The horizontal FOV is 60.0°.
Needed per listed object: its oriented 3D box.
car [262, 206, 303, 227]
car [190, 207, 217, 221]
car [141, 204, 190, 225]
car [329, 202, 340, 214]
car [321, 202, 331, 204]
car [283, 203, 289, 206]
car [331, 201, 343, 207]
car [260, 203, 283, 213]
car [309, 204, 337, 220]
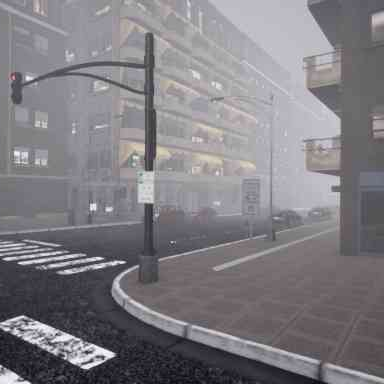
[{"bbox_3d":[7.722,2.095,27.421,1.947,1.339,4.313,-1,-2,35],"label":"car"},{"bbox_3d":[0.892,2.063,32.162,1.802,1.307,4.206,-1,-1,35],"label":"car"},{"bbox_3d":[-2.343,1.821,27.503,1.967,1.590,4.097,-1,-1,35],"label":"car"},{"bbox_3d":[20.759,2.458,46.210,1.752,1.417,4.829,-1,-2,35],"label":"car"},{"bbox_3d":[19.529,2.546,48.900,1.895,1.301,4.718,0,-1,35],"label":"car"},{"bbox_3d":[13.735,2.404,50.671,1.752,1.417,4.829,-1,-1,35],"label":"car"},{"bbox_3d":[36.451,3.022,83.464,1.967,1.590,4.097,-1,-1,35],"label":"car"},{"bbox_3d":[10.597,2.327,46.148,1.887,1.381,4.507,-1,-1,35],"label":"car"},{"bbox_3d":[14.192,2.296,36.745,1.947,1.339,4.313,-1,-2,35],"label":"car"}]
